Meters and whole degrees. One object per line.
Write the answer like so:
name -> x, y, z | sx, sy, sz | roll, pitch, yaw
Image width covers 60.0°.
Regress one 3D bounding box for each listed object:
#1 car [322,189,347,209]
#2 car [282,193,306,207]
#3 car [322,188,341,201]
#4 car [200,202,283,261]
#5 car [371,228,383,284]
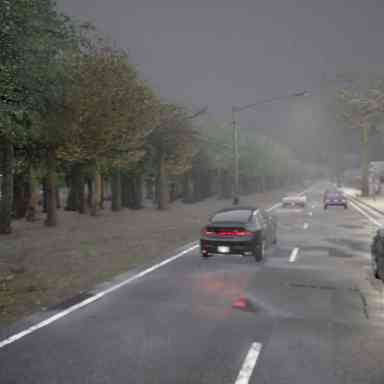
car -> 12.343, 0.664, 28.756 | 2.033, 1.411, 5.357 | -1, 1, 22
car -> 9.860, 0.726, 31.853 | 1.895, 1.301, 4.718 | -1, 1, 22
car -> 17.216, 0.300, 41.190 | 2.033, 1.411, 5.357 | -1, 1, 22
car -> 1.737, 1.237, 11.273 | 1.837, 1.490, 4.892 | -1, 1, 22
car -> 4.579, 1.110, 5.890 | 2.097, 1.767, 4.553 | -1, 1, 22
